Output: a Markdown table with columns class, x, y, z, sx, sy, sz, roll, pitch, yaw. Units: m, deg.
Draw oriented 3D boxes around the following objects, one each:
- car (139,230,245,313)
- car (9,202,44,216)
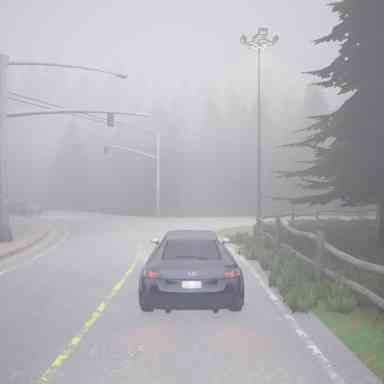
| class | x | y | z | sx | sy | sz | roll | pitch | yaw |
| --- | --- | --- | --- | --- | --- | --- | --- | --- | --- |
| car | -0.028 | 1.564 | 7.734 | 1.994 | 1.385 | 4.181 | 0 | 0 | -1 |
| car | -16.684 | 1.601 | 32.613 | 4.718 | 1.301 | 1.895 | 0 | 0 | 31 |
